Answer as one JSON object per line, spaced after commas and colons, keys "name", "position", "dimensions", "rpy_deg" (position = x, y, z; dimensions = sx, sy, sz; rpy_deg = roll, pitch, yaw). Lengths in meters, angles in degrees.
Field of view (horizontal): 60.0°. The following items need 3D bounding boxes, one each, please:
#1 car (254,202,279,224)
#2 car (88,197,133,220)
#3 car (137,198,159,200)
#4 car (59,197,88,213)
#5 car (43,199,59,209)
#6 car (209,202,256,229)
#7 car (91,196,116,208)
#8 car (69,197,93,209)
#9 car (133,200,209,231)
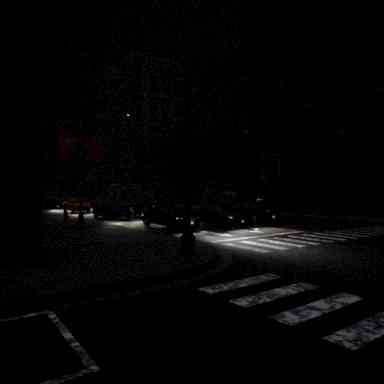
{"name": "car", "position": [4.110, 1.460, 24.472], "dimensions": [2.128, 1.511, 4.902], "rpy_deg": [0, 0, -36]}
{"name": "car", "position": [-6.851, 1.441, 28.227], "dimensions": [1.882, 1.535, 5.008], "rpy_deg": [0, 0, -36]}
{"name": "car", "position": [-3.578, 1.313, 29.243], "dimensions": [2.097, 1.767, 4.553], "rpy_deg": [0, 0, -36]}
{"name": "car", "position": [-12.623, 1.426, 36.249], "dimensions": [1.882, 1.535, 5.008], "rpy_deg": [0, 0, -35]}
{"name": "car", "position": [-18.382, 1.535, 44.322], "dimensions": [1.895, 1.301, 4.718], "rpy_deg": [0, 0, -35]}
{"name": "car", "position": [1.663, 1.500, 21.995], "dimensions": [1.812, 1.442, 4.674], "rpy_deg": [0, 0, -37]}
{"name": "car", "position": [-12.747, 1.431, 47.872], "dimensions": [1.837, 1.490, 4.892], "rpy_deg": [0, 0, -36]}
{"name": "car", "position": [-15.260, 1.457, 45.541], "dimensions": [1.812, 1.442, 4.674], "rpy_deg": [0, 0, -35]}
{"name": "car", "position": [-1.434, 1.469, 20.704], "dimensions": [2.128, 1.511, 4.902], "rpy_deg": [0, 0, -36]}
